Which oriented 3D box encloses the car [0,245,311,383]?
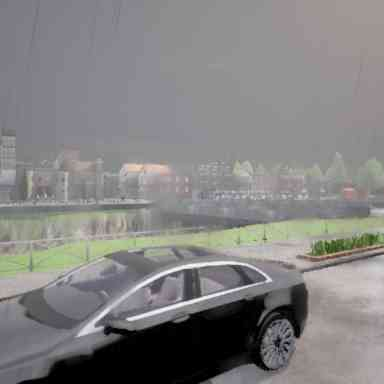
[{"bbox_3d":[-0.583,1.491,4.071,4.902,1.511,2.128,0,0,-36],"label":"car"}]
